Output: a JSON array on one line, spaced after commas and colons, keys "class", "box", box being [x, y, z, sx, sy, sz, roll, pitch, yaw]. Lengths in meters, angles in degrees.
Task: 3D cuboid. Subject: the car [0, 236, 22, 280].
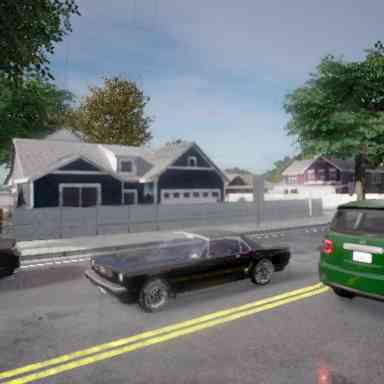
[{"class": "car", "box": [-6.397, 1.510, 7.109, 4.892, 1.490, 1.837, 0, 0, -35]}]

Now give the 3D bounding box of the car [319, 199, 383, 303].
[{"class": "car", "box": [5.035, 1.176, 7.073, 5.566, 2.045, 2.150, 0, 0, -35]}]

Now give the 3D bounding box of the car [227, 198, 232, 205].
[{"class": "car", "box": [4.651, 1.545, 49.553, 1.994, 1.385, 4.181, -1, 0, -30]}]

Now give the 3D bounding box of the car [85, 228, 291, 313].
[{"class": "car", "box": [0.074, 1.581, 7.726, 4.718, 1.301, 1.895, 0, 0, -35]}]
